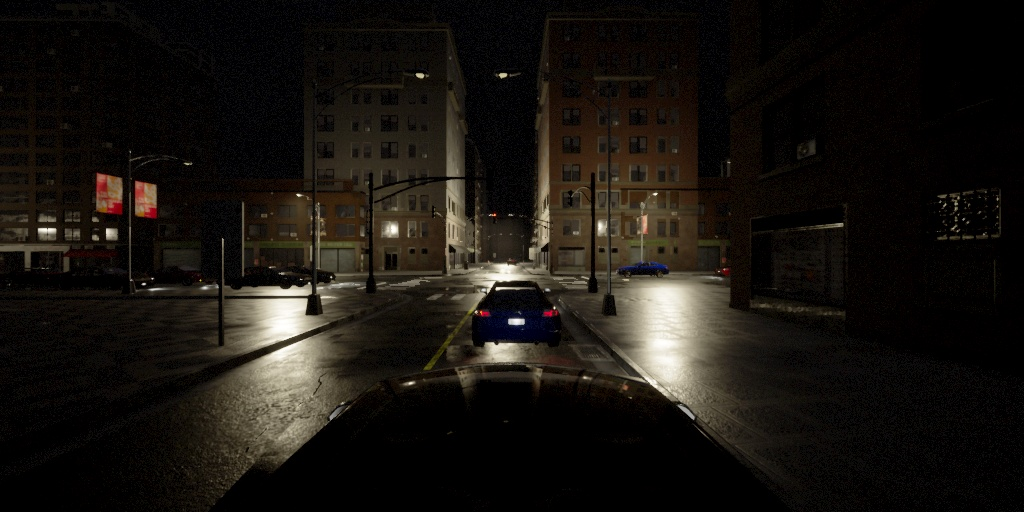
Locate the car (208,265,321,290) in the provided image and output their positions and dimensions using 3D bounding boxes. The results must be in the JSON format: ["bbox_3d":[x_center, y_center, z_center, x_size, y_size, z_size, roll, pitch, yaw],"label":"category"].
[{"bbox_3d":[-15.457,1.350,22.626,5.357,1.411,2.033,0,0,0],"label":"car"}]

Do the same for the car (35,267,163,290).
[{"bbox_3d":[-25.837,1.390,22.578,5.357,1.411,2.033,0,0,0],"label":"car"}]

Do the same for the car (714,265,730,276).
[{"bbox_3d":[20.900,1.225,32.746,4.181,1.385,1.994,0,0,0],"label":"car"}]

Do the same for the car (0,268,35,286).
[{"bbox_3d":[-33.716,1.469,25.794,4.718,1.301,1.895,0,0,0],"label":"car"}]

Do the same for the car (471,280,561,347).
[{"bbox_3d":[0.097,1.314,9.343,1.994,1.385,4.181,0,0,0],"label":"car"}]

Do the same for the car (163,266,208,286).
[{"bbox_3d":[-23.824,1.399,25.832,4.181,1.385,1.994,0,0,-1],"label":"car"}]

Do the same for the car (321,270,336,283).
[{"bbox_3d":[-15.043,1.365,25.876,4.181,1.385,1.994,0,0,0],"label":"car"}]

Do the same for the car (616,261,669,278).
[{"bbox_3d":[11.860,1.218,32.707,4.674,1.442,1.812,0,0,0],"label":"car"}]
